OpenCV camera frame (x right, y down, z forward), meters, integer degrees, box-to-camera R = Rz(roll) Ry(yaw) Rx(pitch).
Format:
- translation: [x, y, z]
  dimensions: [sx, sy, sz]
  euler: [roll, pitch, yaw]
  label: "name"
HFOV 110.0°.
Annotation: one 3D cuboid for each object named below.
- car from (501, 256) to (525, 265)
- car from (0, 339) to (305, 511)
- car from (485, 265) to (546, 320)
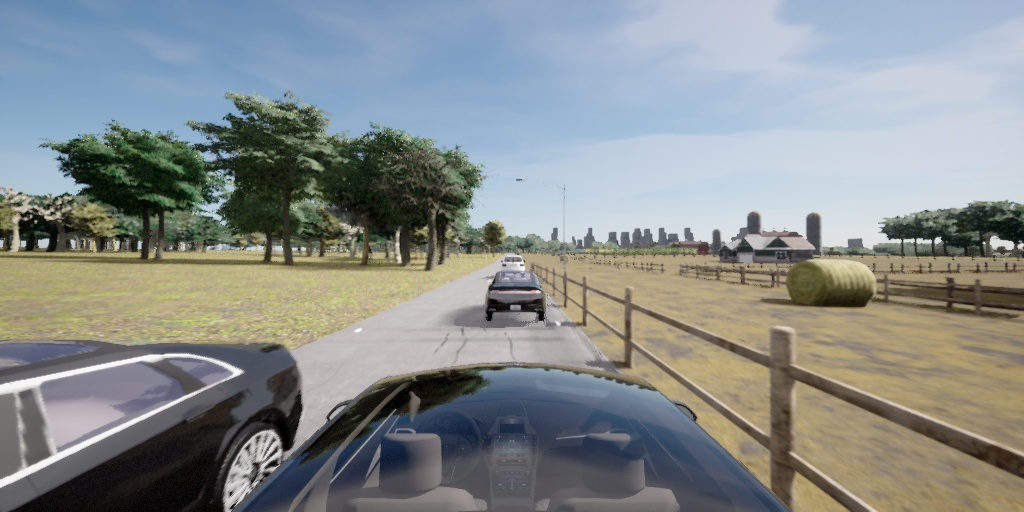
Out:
- translation: [0.096, 0.984, 34.582]
  dimensions: [2.150, 2.045, 5.566]
  euler: [0, 0, 0]
  label: "car"
- translation: [-2.833, 1.241, 1.308]
  dimensions: [2.128, 1.511, 4.902]
  euler: [0, 0, 0]
  label: "car"
- translation: [0.101, 1.247, 12.571]
  dimensions: [2.128, 1.511, 4.902]
  euler: [0, 0, 0]
  label: "car"
